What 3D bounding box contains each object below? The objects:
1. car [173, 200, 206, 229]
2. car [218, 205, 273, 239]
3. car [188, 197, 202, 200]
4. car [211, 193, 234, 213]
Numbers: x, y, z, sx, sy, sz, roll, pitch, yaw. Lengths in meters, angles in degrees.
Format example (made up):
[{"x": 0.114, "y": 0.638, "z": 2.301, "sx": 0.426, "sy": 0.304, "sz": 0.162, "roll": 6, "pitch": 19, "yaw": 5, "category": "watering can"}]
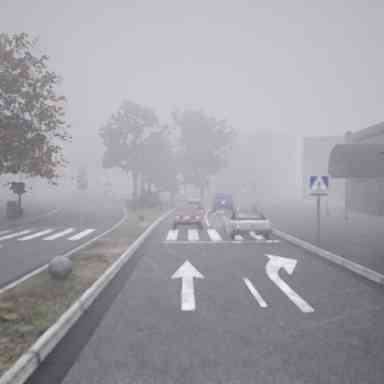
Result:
[{"x": -0.255, "y": 1.498, "z": 21.302, "sx": 2.033, "sy": 1.411, "sz": 5.357, "roll": 0, "pitch": 0, "yaw": 0, "category": "car"}, {"x": 2.672, "y": 1.563, "z": 17.098, "sx": 1.895, "sy": 1.301, "sz": 4.718, "roll": 0, "pitch": 0, "yaw": -1, "category": "car"}, {"x": 0.378, "y": 1.332, "z": 35.104, "sx": 1.837, "sy": 1.490, "sz": 4.892, "roll": 0, "pitch": 1, "yaw": 5, "category": "car"}, {"x": 3.170, "y": 1.060, "z": 34.243, "sx": 2.150, "sy": 2.045, "sz": 5.566, "roll": 0, "pitch": 1, "yaw": 4, "category": "car"}]
